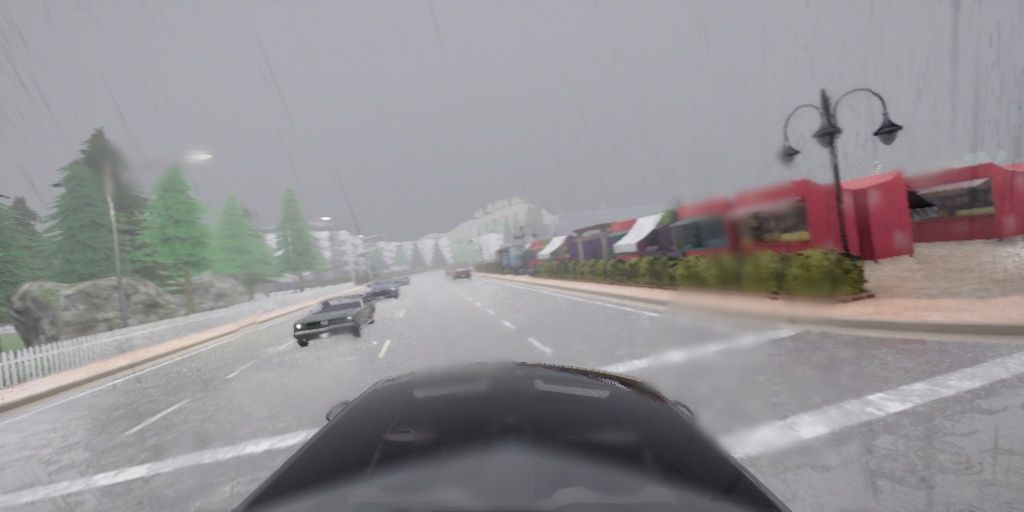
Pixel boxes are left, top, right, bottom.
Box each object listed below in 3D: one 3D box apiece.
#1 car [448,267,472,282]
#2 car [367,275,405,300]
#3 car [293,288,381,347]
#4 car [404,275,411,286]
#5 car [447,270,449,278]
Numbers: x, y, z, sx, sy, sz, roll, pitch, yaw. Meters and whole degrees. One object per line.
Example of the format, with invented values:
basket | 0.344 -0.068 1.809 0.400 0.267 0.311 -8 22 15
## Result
car | -5.954 2.061 42.079 1.882 1.535 5.008 -7 0 -14
car | -9.479 2.348 26.619 2.097 1.767 4.553 -7 0 -14
car | -6.146 2.154 12.927 1.895 1.301 4.718 -7 0 -14
car | -13.932 3.169 45.550 1.994 1.385 4.181 -7 0 -14
car | -9.042 2.485 54.981 2.128 1.511 4.902 -7 0 -13
